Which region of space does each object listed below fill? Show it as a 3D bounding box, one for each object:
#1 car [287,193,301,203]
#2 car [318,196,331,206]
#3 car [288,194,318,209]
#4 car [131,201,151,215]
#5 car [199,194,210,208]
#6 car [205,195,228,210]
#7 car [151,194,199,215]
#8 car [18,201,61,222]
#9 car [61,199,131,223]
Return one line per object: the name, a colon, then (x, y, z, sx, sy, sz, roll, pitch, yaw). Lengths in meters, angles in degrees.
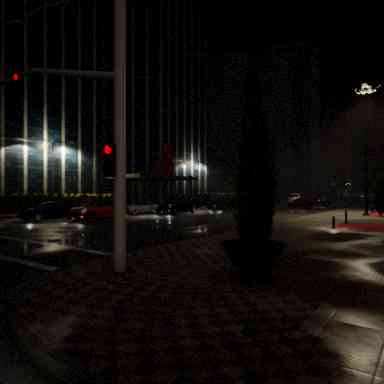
car: (17.618, 1.221, 55.281, 2.150, 2.045, 5.566, 0, 0, 35)
car: (21.294, 1.352, 54.431, 2.097, 1.767, 4.553, 0, 0, 35)
car: (15.332, 1.478, 45.879, 1.882, 1.535, 5.008, 0, 0, 35)
car: (-5.525, 1.601, 34.674, 1.895, 1.301, 4.718, 0, 0, 35)
car: (0.610, 1.221, 43.445, 2.150, 2.045, 5.566, 0, 0, 35)
car: (4.179, 1.492, 42.442, 2.128, 1.511, 4.902, 0, 0, 35)
car: (-1.663, 1.352, 34.086, 2.097, 1.767, 4.553, 0, 0, 35)
car: (-11.190, 1.478, 26.550, 1.882, 1.535, 5.008, 0, 0, 35)
car: (-7.355, 1.352, 25.927, 2.097, 1.767, 4.553, 0, 0, 35)
